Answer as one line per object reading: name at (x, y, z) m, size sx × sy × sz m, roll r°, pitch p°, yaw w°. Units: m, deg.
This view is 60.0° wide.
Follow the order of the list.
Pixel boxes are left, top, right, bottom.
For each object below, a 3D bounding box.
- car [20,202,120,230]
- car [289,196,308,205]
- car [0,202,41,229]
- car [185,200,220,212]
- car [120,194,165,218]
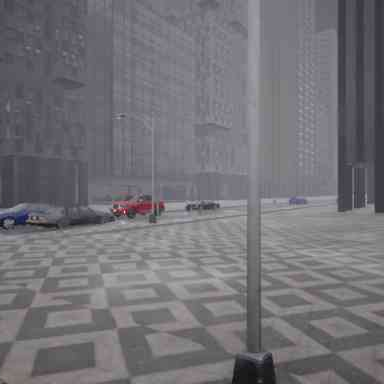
car at (-7.402, 1.526, 20.833) m, size 2.033 × 1.411 × 5.357 m, roll 0°, pitch 0°, yaw 36°
car at (17.647, 1.401, 55.079) m, size 1.882 × 1.535 × 5.008 m, roll 0°, pitch 0°, yaw 36°
car at (-10.714, 1.458, 21.719) m, size 1.882 × 1.535 × 5.008 m, roll 0°, pitch 0°, yaw 36°
car at (1.215, 1.555, 38.021) m, size 1.895 × 1.301 × 4.718 m, roll 0°, pitch 0°, yaw 36°
car at (-4.779, 1.189, 29.835) m, size 2.150 × 2.045 × 5.566 m, roll 0°, pitch 0°, yaw 36°
